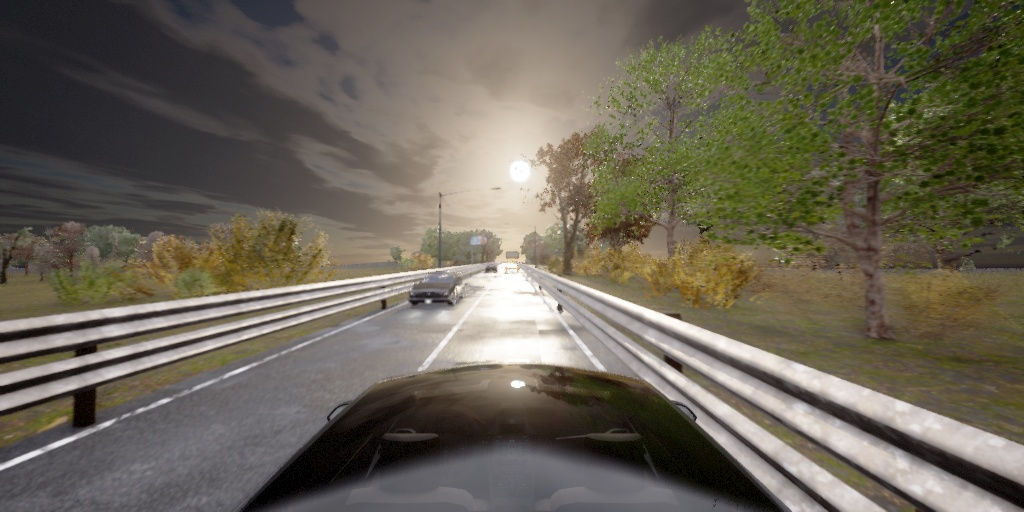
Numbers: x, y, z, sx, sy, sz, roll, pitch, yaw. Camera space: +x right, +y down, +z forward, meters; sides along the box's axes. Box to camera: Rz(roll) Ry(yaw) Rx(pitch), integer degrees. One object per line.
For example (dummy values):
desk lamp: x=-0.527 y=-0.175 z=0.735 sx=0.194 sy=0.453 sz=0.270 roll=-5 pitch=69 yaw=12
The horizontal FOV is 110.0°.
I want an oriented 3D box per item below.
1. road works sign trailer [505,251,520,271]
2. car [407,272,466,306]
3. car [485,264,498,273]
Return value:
road works sign trailer: x=0.054 y=0.907 z=63.997 sx=2.380 sy=3.560 sz=2.880 roll=0 pitch=0 yaw=0
car: x=-3.349 y=1.467 z=17.023 sx=2.033 sy=1.411 sz=5.357 roll=0 pitch=-1 yaw=0
car: x=-3.259 y=1.973 z=57.668 sx=1.895 sy=1.301 sz=4.718 roll=0 pitch=-1 yaw=1
